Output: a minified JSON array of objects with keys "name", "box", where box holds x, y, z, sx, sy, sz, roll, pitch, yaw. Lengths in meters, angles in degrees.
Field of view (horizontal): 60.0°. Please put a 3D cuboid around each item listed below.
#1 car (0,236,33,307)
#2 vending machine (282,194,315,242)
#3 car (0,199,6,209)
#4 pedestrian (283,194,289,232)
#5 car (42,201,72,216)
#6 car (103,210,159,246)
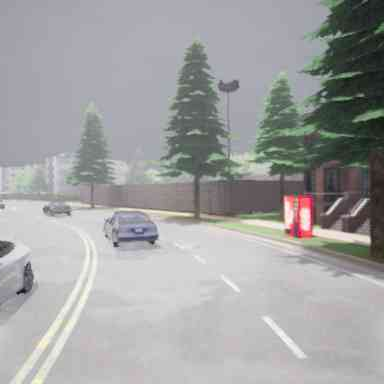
[{"name":"car","box":[-4.321,1.560,6.037,1.812,1.442,4.674,0,0,-10]},{"name":"vending machine","box":[4.909,1.154,15.369,1.100,2.100,0.880,0,0,-18]},{"name":"car","box":[-28.455,1.770,48.548,2.033,1.411,5.357,0,0,-35]},{"name":"pedestrian","box":[4.632,1.006,16.219,0.375,1.860,0.375,0,0,-18]},{"name":"car","box":[-13.721,1.654,33.706,2.033,1.411,5.357,0,0,-35]},{"name":"car","box":[-2.979,1.569,15.520,2.033,1.411,5.357,0,0,-20]}]
